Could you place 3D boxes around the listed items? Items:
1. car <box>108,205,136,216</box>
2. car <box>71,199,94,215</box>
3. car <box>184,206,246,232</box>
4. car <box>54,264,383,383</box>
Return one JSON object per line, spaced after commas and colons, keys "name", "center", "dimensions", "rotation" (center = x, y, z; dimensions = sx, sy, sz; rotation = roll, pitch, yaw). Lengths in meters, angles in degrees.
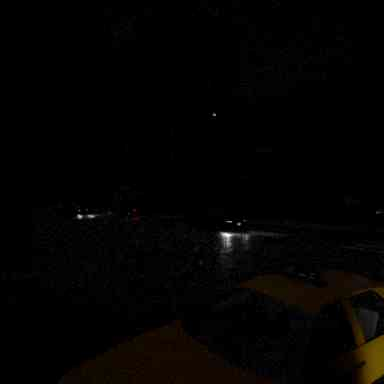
{"name": "car", "center": [-8.664, 2.256, 40.725], "dimensions": [1.895, 1.301, 4.718], "rotation": [1, -2, -36]}
{"name": "car", "center": [-14.902, 1.961, 44.505], "dimensions": [2.150, 2.045, 5.566], "rotation": [1, -2, -35]}
{"name": "car", "center": [1.376, 1.697, 21.621], "dimensions": [1.837, 1.490, 4.892], "rotation": [1, -2, -36]}
{"name": "car", "center": [0.992, 1.522, 3.494], "dimensions": [4.829, 1.417, 1.752], "rotation": [0, 1, -35]}
